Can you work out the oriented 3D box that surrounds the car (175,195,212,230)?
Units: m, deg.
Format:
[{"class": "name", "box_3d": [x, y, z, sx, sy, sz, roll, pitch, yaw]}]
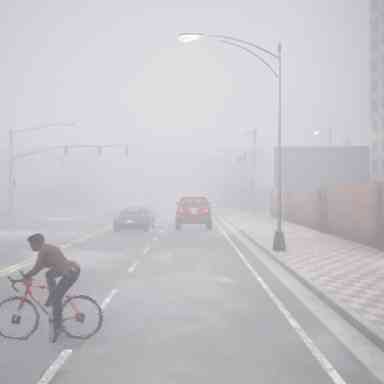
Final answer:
[{"class": "car", "box_3d": [0.096, 1.222, 21.445, 2.150, 2.045, 5.566, 0, 0, 0]}]

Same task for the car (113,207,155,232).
[{"class": "car", "box_3d": [-3.404, 1.564, 20.100, 1.994, 1.385, 4.181, 0, 0, 0]}]

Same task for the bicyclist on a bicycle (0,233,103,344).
[{"class": "bicyclist on a bicycle", "box_3d": [-2.181, 1.453, 5.039, 1.656, 1.620, 0.582, -1, 0, 0]}]
